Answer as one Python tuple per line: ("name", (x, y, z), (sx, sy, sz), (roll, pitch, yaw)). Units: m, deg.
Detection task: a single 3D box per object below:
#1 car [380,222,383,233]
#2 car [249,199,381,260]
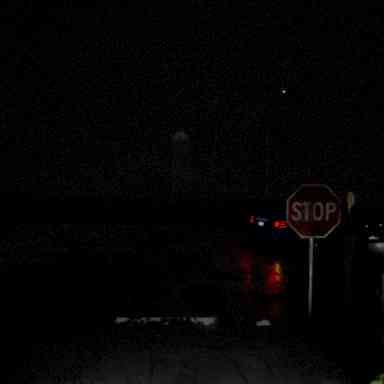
("car", (12.750, 1.821, 17.302), (5.357, 1.411, 2.033), (2, 3, 0))
("car", (4.971, 1.402, 13.849), (5.566, 2.045, 2.150), (3, 1, -29))
